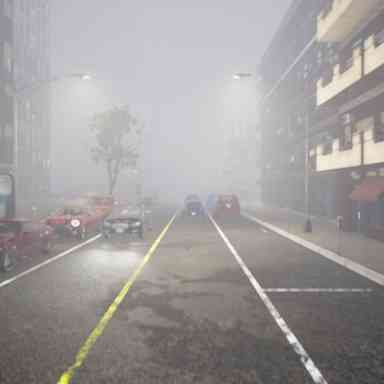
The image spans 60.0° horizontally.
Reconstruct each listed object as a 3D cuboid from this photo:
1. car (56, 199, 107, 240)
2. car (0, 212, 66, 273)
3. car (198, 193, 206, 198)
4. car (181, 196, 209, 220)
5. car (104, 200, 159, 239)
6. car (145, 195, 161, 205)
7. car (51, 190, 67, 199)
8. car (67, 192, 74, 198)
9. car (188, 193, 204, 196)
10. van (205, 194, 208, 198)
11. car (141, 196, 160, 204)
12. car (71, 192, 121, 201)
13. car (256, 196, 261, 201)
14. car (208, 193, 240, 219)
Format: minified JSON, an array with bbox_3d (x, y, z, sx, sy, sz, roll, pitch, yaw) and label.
[{"bbox_3d":[-5.683,1.321,15.860,1.967,1.590,4.097,0,0,0],"label":"car"},{"bbox_3d":[-5.686,1.504,10.310,1.802,1.307,4.206,0,0,0],"label":"car"},{"bbox_3d":[2.741,0.933,88.500,1.947,1.339,4.313,0,0,0],"label":"car"},{"bbox_3d":[0.109,1.333,25.847,1.812,1.442,4.674,0,1,0],"label":"car"},{"bbox_3d":[-3.089,1.366,16.687,2.128,1.511,4.902,0,0,0],"label":"car"},{"bbox_3d":[-5.663,1.208,48.861,1.947,1.339,4.313,0,0,0],"label":"car"},{"bbox_3d":[-27.331,0.381,63.452,5.009,1.841,2.192,1,-1,-1],"label":"car"},{"bbox_3d":[-27.434,0.547,71.829,4.313,1.339,1.947,1,0,-1],"label":"car"},{"bbox_3d":[0.120,1.047,41.298,2.097,1.767,4.553,0,0,0],"label":"car"},{"bbox_3d":[2.711,1.060,38.059,1.690,1.788,3.998,0,0,0],"label":"van"},{"bbox_3d":[-5.666,1.246,43.615,1.947,1.339,4.313,0,0,0],"label":"car"},{"bbox_3d":[-5.679,1.155,21.410,2.192,1.841,5.009,0,0,0],"label":"car"},{"bbox_3d":[16.071,1.236,72.302,4.097,1.590,1.967,1,0,-1],"label":"car"},{"bbox_3d":[2.704,1.114,26.957,2.192,1.841,5.009,0,0,0],"label":"car"}]
